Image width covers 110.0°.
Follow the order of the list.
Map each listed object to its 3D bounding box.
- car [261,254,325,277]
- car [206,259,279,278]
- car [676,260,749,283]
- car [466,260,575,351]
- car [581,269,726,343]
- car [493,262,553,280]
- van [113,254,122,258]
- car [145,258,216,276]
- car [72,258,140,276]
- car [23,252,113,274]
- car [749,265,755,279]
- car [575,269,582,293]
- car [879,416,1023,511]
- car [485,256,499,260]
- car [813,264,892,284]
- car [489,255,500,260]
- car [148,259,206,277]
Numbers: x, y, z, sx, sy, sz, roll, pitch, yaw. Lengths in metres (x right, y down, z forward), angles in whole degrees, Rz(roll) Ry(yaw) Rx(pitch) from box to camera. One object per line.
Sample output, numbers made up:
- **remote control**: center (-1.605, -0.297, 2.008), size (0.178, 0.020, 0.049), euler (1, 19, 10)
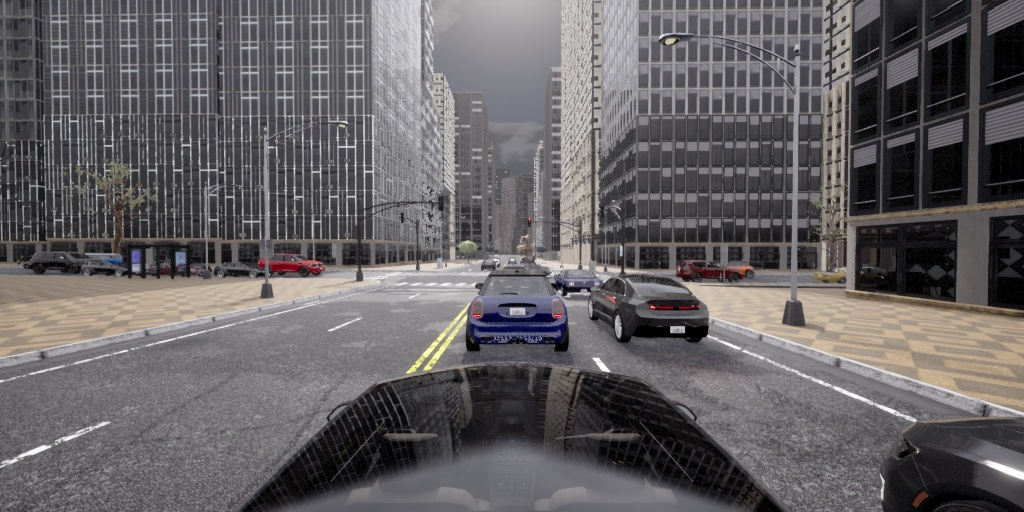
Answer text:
- **car**: center (-20.236, 0.808, 32.934), size (5.566, 2.045, 2.150), euler (0, 1, 1)
- **car**: center (-22.690, 1.174, 30.285), size (4.313, 1.339, 1.948), euler (0, 0, 1)
- **car**: center (16.234, 1.269, 29.700), size (5.009, 1.841, 2.192), euler (0, 0, 1)
- **car**: center (0.110, 1.099, 9.100), size (2.097, 1.767, 4.553), euler (0, 0, 0)
- **car**: center (3.361, 1.251, 9.706), size (1.837, 1.490, 4.892), euler (0, 0, 0)
- **car**: center (1.068, 1.324, 32.632), size (5.357, 1.411, 2.033), euler (0, 1, -36)
- **van**: center (-45.233, 0.605, 39.286), size (3.998, 1.789, 1.690), euler (0, 0, 1)
- **car**: center (-30.595, 0.997, 33.163), size (4.892, 1.490, 1.837), euler (1, 1, 1)
- **car**: center (-34.054, 1.069, 30.608), size (4.313, 1.339, 1.948), euler (0, 0, 1)
- **car**: center (-41.332, 0.616, 33.405), size (5.566, 2.045, 2.150), euler (1, 1, 2)
- **car**: center (21.181, 1.255, 35.383), size (4.553, 1.767, 2.097), euler (0, 1, 1)
- **car**: center (3.376, 1.341, 19.017), size (1.895, 1.301, 4.718), euler (0, 0, 0)
- **car**: center (3.345, 1.255, 0.308), size (1.837, 1.490, 4.892), euler (0, 0, 0)
- **car**: center (-3.271, 1.193, 50.633), size (1.882, 1.535, 5.008), euler (0, 0, 0)
- **car**: center (27.682, 1.579, 29.486), size (4.829, 1.417, 1.751), euler (0, 0, 1)
- **car**: center (-3.242, 0.925, 60.582), size (2.150, 2.045, 5.566), euler (0, 0, 0)
- **car**: center (-28.374, 1.138, 30.427), size (4.207, 1.307, 1.802), euler (0, 0, 1)
